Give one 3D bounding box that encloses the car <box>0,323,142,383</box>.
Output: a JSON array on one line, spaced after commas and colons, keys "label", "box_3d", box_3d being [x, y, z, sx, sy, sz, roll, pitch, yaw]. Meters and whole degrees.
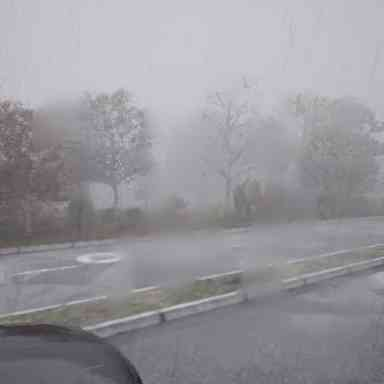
[{"label": "car", "box_3d": [-2.562, 1.492, 1.613, 4.902, 1.511, 2.128, 0, 0, -35]}]
